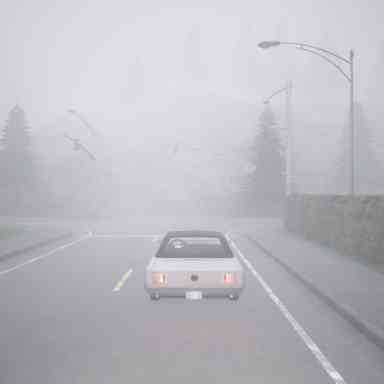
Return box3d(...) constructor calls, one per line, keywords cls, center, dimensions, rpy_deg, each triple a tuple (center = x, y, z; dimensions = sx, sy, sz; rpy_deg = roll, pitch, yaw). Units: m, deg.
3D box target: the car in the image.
box3d(cls="car", center=(0.062, 1.601, 8.309), dimensions=(1.895, 1.301, 4.718), rpy_deg=(0, 0, 0))
